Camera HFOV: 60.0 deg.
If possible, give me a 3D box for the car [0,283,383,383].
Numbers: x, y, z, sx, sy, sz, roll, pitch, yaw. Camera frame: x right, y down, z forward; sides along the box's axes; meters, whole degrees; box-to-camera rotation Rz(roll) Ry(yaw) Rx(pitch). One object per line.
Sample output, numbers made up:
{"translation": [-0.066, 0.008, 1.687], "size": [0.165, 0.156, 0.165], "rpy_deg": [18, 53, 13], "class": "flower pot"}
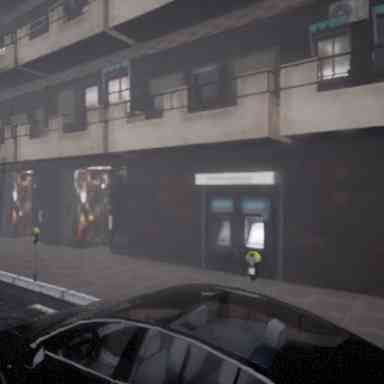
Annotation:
{"translation": [-0.250, 1.568, 3.048], "size": [4.313, 1.339, 1.947], "rpy_deg": [0, 0, 35], "class": "car"}
